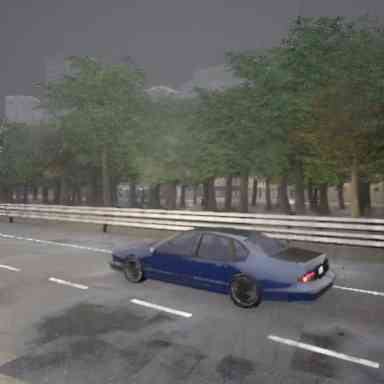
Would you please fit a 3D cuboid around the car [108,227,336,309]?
[{"bbox_3d":[0.430,1.550,7.860,5.357,1.411,2.033,0,0,35],"label":"car"}]
